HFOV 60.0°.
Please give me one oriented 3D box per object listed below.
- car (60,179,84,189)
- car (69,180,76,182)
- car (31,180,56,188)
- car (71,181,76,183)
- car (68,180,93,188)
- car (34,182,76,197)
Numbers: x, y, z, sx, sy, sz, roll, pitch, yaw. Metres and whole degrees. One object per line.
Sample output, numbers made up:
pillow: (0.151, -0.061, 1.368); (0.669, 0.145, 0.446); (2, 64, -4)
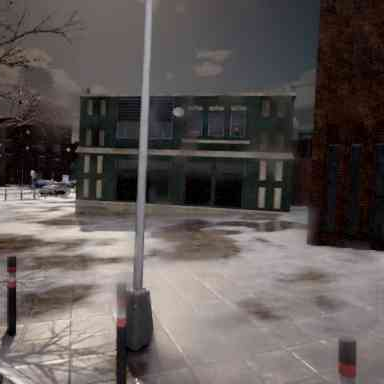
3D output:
car: (-25.468, -1.728, 70.667); (4.553, 1.767, 2.185); (3, 3, 20)
car: (-26.463, -1.494, 68.100); (4.674, 1.452, 2.002); (3, 3, 20)
car: (-28.354, -1.520, 62.913); (4.553, 1.767, 2.185); (3, 3, 20)
car: (-17.593, -0.656, 56.243); (1.882, 1.535, 5.008); (3, 2, 21)
car: (-24.545, -1.677, 73.273); (4.892, 1.521, 2.231); (3, 3, 20)
car: (-18.125, -0.188, 44.270); (2.128, 1.511, 4.902); (3, 2, 14)
